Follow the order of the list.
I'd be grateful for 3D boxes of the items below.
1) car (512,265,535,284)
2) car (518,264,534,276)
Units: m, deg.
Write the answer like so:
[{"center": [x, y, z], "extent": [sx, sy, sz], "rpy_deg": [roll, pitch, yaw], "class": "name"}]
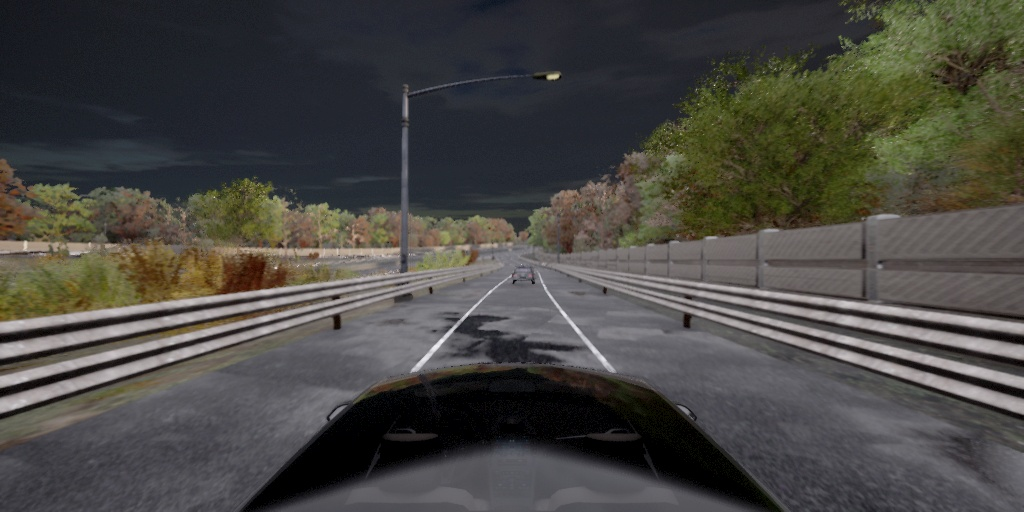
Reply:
[{"center": [0.973, 1.595, 30.291], "extent": [2.033, 1.411, 5.357], "rpy_deg": [0, -1, 3], "class": "car"}, {"center": [1.868, 1.782, 46.185], "extent": [1.994, 1.385, 4.181], "rpy_deg": [0, -1, 3], "class": "car"}]
